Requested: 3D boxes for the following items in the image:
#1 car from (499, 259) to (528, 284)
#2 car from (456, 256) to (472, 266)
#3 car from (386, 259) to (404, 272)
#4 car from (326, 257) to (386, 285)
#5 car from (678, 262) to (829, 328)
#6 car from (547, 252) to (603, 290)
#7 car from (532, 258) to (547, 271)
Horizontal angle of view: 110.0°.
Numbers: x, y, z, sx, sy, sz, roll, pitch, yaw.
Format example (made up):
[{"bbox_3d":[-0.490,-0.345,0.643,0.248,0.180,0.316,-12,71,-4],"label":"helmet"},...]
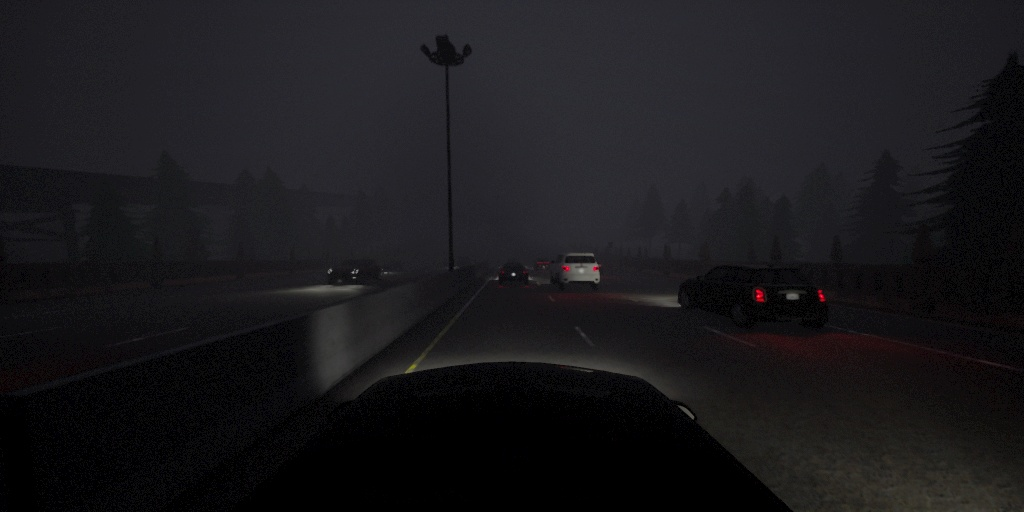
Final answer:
[{"bbox_3d":[0.103,1.141,24.906,1.994,1.385,4.181,0,0,0],"label":"car"},{"bbox_3d":[-7.001,0.679,53.162,2.033,1.411,5.357,0,3,0],"label":"car"},{"bbox_3d":[-14.011,1.005,41.255,2.033,1.411,5.357,0,0,0],"label":"car"},{"bbox_3d":[-10.576,0.934,24.270,2.097,1.767,4.553,0,1,0],"label":"car"},{"bbox_3d":[7.101,1.033,11.199,2.097,1.767,4.553,0,1,0],"label":"car"},{"bbox_3d":[3.602,0.824,21.238,2.150,2.045,5.566,0,0,0],"label":"car"},{"bbox_3d":[3.603,0.941,43.292,1.837,1.490,4.892,0,0,0],"label":"car"}]
